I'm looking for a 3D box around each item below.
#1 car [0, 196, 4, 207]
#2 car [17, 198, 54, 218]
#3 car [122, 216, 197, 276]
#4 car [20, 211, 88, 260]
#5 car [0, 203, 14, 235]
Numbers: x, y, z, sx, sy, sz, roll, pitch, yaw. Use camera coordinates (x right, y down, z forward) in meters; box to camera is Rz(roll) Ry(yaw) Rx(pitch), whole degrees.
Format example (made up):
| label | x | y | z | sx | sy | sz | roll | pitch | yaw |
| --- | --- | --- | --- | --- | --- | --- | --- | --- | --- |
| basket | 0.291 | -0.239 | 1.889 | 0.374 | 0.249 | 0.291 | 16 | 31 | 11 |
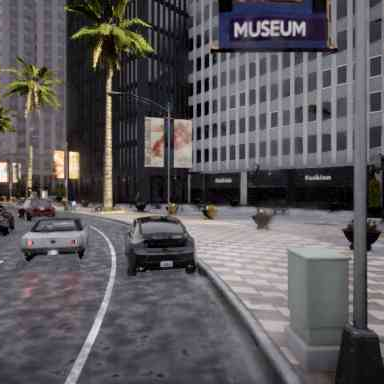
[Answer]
| label | x | y | z | sx | sy | sz | roll | pitch | yaw |
| --- | --- | --- | --- | --- | --- | --- | --- | --- | --- |
| car | -30.867 | 1.449 | 51.241 | 2.231 | 1.521 | 4.892 | 0 | 0 | -44 |
| car | -12.973 | 1.339 | 27.518 | 2.097 | 1.767 | 4.553 | 0 | 0 | -38 |
| car | -1.146 | 1.503 | 10.448 | 1.837 | 1.490 | 4.892 | 0 | 0 | -13 |
| car | -4.943 | 1.596 | 12.535 | 1.895 | 1.301 | 4.718 | 0 | 0 | -16 |
| car | -11.087 | 1.553 | 18.441 | 1.994 | 1.385 | 4.181 | 0 | 0 | -26 |
